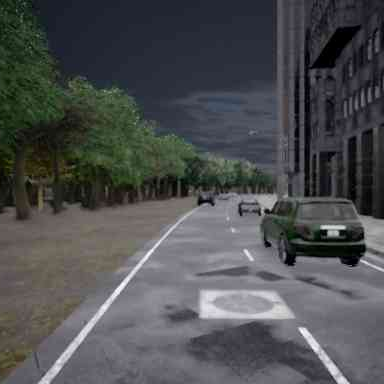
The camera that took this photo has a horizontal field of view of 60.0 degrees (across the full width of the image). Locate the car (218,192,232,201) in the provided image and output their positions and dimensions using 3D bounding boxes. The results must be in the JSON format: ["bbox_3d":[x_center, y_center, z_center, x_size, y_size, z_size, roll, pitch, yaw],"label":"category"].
[{"bbox_3d":[6.022,0.992,63.593,2.033,1.411,5.357,0,1,11],"label":"car"}]

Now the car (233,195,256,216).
[{"bbox_3d":[5.057,1.301,29.915,2.128,1.511,4.902,0,1,5],"label":"car"}]

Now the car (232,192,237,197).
[{"bbox_3d":[9.804,0.657,80.823,1.895,1.301,4.718,0,1,14],"label":"car"}]

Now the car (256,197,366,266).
[{"bbox_3d":[3.857,1.178,11.546,2.150,2.045,5.566,0,0,2],"label":"car"}]

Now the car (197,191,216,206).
[{"bbox_3d":[2.013,0.877,46.056,2.150,2.045,5.566,0,1,8],"label":"car"}]
